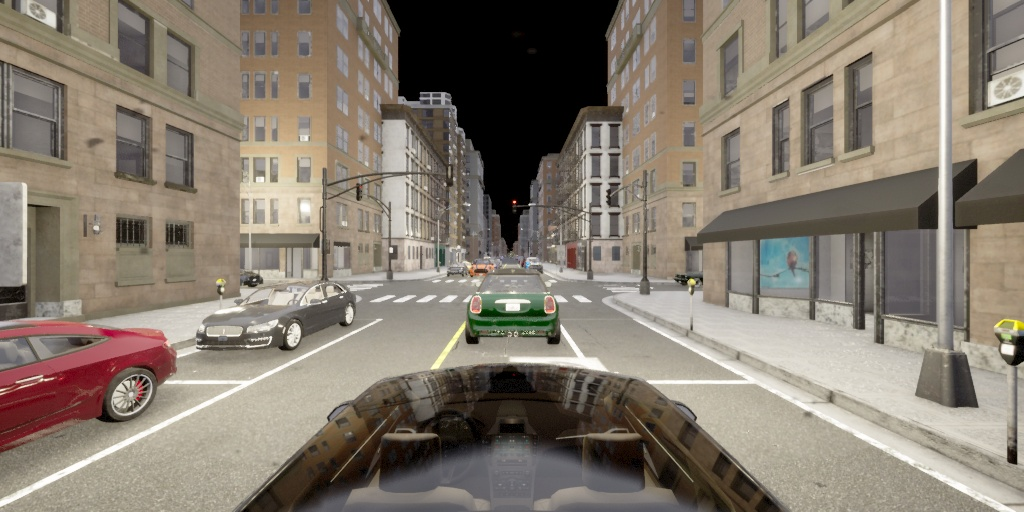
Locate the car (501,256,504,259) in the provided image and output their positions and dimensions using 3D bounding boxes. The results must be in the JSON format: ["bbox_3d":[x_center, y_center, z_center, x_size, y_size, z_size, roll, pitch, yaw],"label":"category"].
[{"bbox_3d":[-2.810,1.267,65.034,1.812,1.442,4.674,0,0,1],"label":"car"}]

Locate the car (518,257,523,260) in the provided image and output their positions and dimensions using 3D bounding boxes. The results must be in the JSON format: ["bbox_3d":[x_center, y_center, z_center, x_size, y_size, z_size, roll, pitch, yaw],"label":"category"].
[{"bbox_3d":[2.639,1.056,62.769,2.192,1.841,5.009,0,0,0],"label":"car"}]

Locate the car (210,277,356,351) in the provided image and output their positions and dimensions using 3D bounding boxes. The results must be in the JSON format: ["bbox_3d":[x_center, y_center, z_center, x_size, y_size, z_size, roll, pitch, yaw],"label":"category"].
[{"bbox_3d":[-5.389,1.300,8.860,2.007,1.370,4.403,0,0,0],"label":"car"}]

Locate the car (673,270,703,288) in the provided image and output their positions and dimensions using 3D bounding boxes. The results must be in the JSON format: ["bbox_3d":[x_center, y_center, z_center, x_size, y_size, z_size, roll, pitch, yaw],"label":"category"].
[{"bbox_3d":[13.495,1.431,24.097,4.718,1.301,1.895,0,0,0],"label":"car"}]

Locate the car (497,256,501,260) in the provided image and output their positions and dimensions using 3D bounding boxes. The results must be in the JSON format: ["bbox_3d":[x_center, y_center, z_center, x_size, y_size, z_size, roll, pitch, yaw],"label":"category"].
[{"bbox_3d":[-2.842,1.096,44.599,2.097,1.767,4.553,0,0,-1],"label":"car"}]

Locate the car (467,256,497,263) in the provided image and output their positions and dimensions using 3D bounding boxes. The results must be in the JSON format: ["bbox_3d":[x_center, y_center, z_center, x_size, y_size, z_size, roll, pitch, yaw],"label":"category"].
[{"bbox_3d":[-2.824,1.098,34.676,2.097,1.767,4.553,0,0,0],"label":"car"}]

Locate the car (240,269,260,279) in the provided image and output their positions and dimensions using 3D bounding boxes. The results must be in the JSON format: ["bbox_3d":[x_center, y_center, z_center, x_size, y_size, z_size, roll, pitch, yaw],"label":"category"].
[{"bbox_3d":[-17.145,1.223,21.094,4.181,1.385,1.994,0,0,0],"label":"car"}]

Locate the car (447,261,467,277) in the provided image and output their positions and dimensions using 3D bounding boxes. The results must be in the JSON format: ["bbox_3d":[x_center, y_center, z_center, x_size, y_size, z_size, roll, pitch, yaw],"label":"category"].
[{"bbox_3d":[-5.394,1.296,35.736,2.007,1.370,4.403,0,0,0],"label":"car"}]

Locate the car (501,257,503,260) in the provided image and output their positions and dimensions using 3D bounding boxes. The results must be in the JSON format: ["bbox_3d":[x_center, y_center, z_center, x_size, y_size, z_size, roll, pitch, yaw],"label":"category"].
[{"bbox_3d":[-2.829,1.248,54.758,1.837,1.490,4.892,0,0,0],"label":"car"}]

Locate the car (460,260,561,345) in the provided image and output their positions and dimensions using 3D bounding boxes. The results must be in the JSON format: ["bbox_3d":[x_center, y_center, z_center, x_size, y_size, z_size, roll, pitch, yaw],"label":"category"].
[{"bbox_3d":[0.040,1.102,9.703,2.097,1.767,4.553,0,0,1],"label":"car"}]

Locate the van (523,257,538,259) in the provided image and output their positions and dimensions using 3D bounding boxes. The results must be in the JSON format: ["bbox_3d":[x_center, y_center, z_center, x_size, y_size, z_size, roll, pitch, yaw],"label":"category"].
[{"bbox_3d":[2.636,1.085,46.550,1.690,1.789,3.998,0,0,0],"label":"van"}]

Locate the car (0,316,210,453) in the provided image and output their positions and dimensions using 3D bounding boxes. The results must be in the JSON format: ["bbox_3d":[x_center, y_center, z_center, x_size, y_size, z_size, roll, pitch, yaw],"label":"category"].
[{"bbox_3d":[-5.389,1.332,3.179,1.802,1.307,4.207,0,0,0],"label":"car"}]
